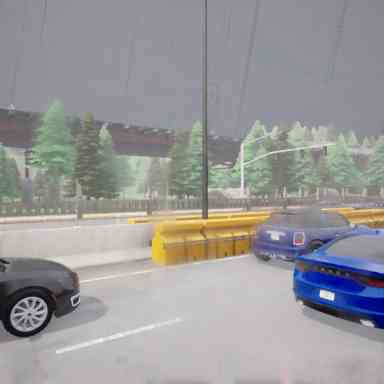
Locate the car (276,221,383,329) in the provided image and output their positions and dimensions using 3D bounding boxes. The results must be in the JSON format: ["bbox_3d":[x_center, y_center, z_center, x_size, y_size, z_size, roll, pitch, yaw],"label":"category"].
[{"bbox_3d":[4.147,1.478,6.709,5.008,1.535,1.882,0,0,-36],"label":"car"}]

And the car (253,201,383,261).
[{"bbox_3d":[4.185,1.352,11.037,4.553,1.767,2.097,0,0,-36],"label":"car"}]

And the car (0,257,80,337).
[{"bbox_3d":[-4.235,1.505,5.025,4.892,1.490,1.837,0,0,-35],"label":"car"}]
